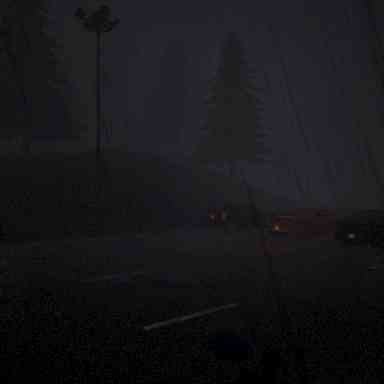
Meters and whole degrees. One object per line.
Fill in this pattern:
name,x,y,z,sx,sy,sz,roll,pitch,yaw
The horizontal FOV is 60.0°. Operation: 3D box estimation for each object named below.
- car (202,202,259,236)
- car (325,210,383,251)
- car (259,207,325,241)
car,2.831,1.343,18.735,4.553,1.767,2.097,0,0,-35
car,7.947,1.469,13.775,5.008,1.535,1.882,-1,0,-35
car,5.909,1.469,16.621,5.008,1.535,1.882,-1,0,-35
